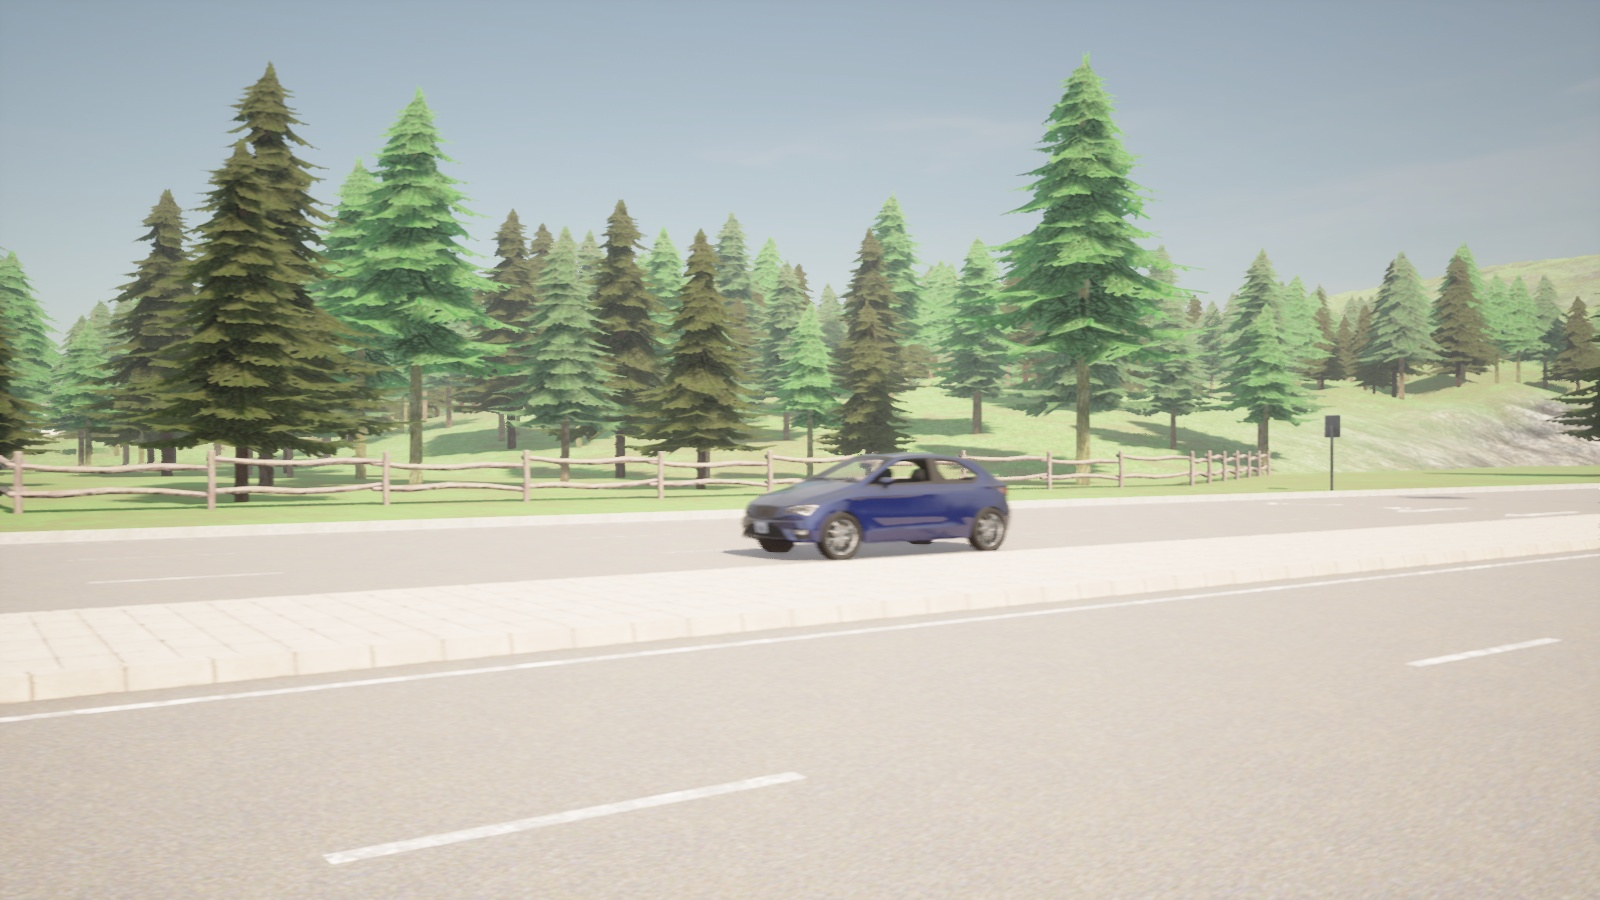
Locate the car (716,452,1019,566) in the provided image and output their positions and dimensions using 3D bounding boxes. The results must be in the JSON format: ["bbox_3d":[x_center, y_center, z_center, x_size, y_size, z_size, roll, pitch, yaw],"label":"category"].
[{"bbox_3d":[1.042,0.775,18.397,4.193,1.474,1.816,0,0,-35],"label":"car"}]
